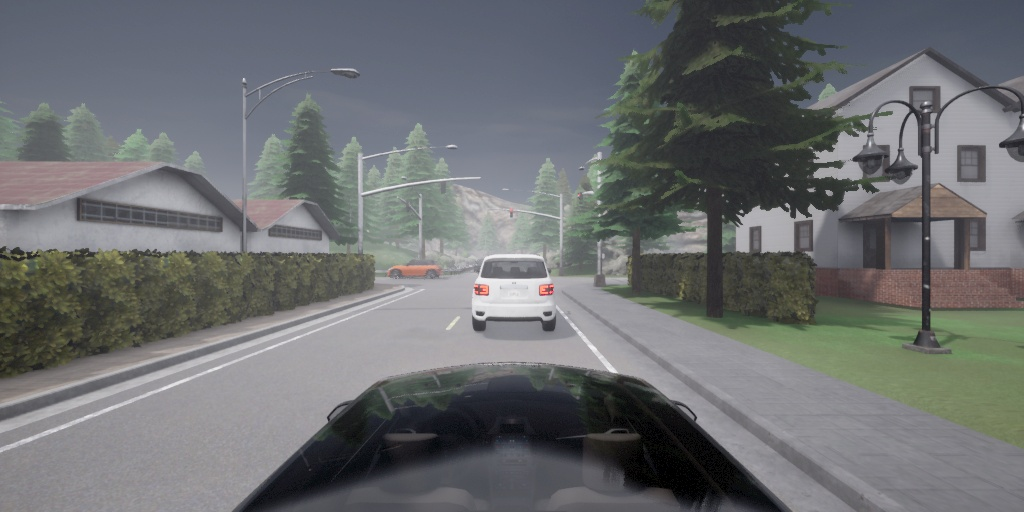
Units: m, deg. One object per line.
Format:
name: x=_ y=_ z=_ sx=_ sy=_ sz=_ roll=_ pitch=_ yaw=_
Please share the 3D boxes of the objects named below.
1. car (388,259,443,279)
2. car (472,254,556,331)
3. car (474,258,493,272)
car: x=-8.403 y=1.090 z=31.297 sx=4.553 sy=1.767 sz=2.097 roll=0 pitch=0 yaw=0
car: x=0.066 y=0.971 z=11.088 sx=2.150 sy=2.045 sz=5.566 roll=0 pitch=0 yaw=0
car: x=-3.582 y=1.102 z=45.572 sx=2.097 sy=1.767 sz=4.553 roll=0 pitch=0 yaw=0
